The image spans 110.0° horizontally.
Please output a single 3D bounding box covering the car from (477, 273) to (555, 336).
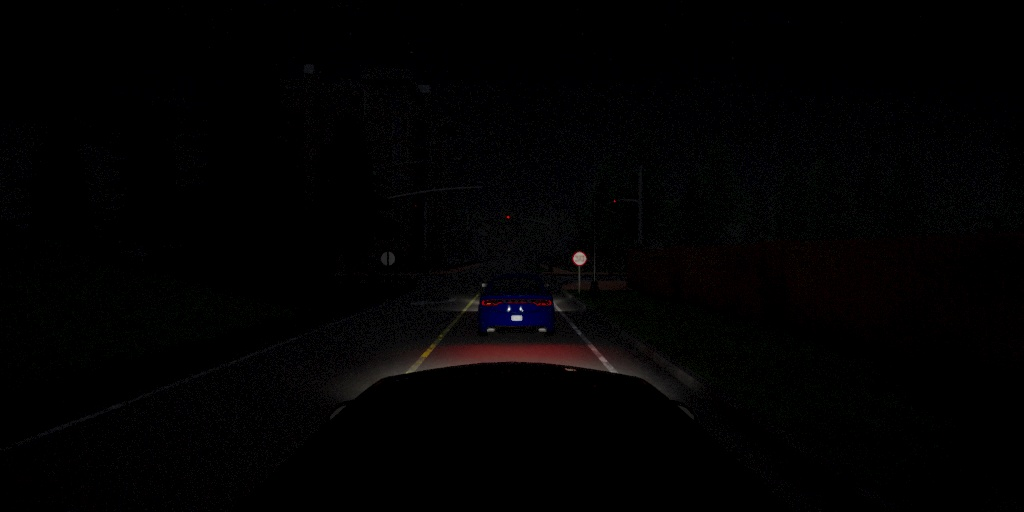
[{"bbox_3d":[0.100,1.228,10.438,1.882,1.535,5.008,0,0,0],"label":"car"}]
